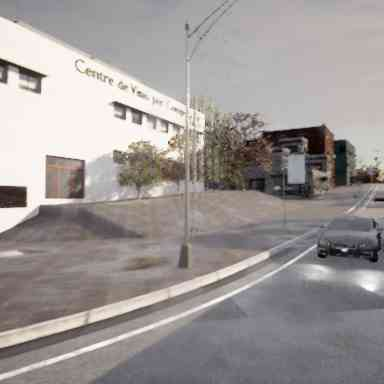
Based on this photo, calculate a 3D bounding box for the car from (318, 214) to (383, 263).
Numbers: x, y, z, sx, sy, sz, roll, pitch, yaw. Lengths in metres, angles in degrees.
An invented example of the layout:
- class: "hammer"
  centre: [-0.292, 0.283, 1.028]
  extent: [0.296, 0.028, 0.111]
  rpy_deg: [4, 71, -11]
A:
- class: "car"
  centre: [6.118, 1.626, 12.669]
  extent: [1.837, 1.490, 4.892]
  rpy_deg: [-1, -1, 32]

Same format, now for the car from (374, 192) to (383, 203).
- class: "car"
  centre: [27.672, 0.729, 48.535]
  extent: [1.882, 1.535, 5.008]
  rpy_deg: [-1, 3, 31]
